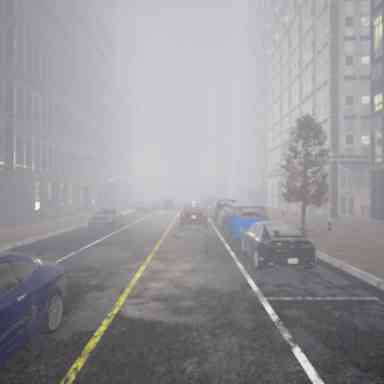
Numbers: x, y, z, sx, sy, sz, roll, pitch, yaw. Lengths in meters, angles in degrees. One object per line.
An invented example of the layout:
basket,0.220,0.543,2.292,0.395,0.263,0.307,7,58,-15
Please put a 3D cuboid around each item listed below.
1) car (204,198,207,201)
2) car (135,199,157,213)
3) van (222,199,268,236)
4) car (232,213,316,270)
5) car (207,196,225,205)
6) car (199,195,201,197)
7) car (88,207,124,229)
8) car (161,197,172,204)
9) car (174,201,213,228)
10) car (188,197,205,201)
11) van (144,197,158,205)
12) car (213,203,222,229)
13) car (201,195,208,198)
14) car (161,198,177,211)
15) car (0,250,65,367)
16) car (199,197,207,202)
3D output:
car,2.726,1.733,39.729,1.752,1.417,4.829,0,0,0
car,-5.655,1.789,39.568,1.802,1.307,4.206,0,0,0
van,2.705,1.439,16.772,1.690,1.788,3.998,0,0,0
car,2.699,1.617,11.073,2.008,1.369,4.403,0,0,0
car,2.715,1.468,28.167,2.192,1.841,5.009,0,0,0
car,2.747,1.623,62.349,2.192,1.841,5.009,0,0,0
car,-5.670,1.708,22.477,1.802,1.307,4.206,0,0,0
car,-5.623,1.916,73.754,1.947,1.339,4.313,0,0,0
car,0.120,1.635,23.570,2.163,1.488,4.792,0,0,0
car,0.138,1.721,41.874,2.163,1.488,4.792,0,0,0
van,-5.650,1.575,45.267,1.690,1.788,3.998,0,0,0
car,2.710,1.671,22.469,1.887,1.381,4.507,0,0,0
car,2.731,1.549,45.259,2.192,1.841,5.009,0,0,0
car,-3.046,1.738,45.443,1.837,1.490,4.892,0,0,0
car,-3.098,1.551,4.086,1.812,1.442,4.674,0,0,0
car,2.768,1.930,85.141,1.887,1.381,4.507,0,0,0
